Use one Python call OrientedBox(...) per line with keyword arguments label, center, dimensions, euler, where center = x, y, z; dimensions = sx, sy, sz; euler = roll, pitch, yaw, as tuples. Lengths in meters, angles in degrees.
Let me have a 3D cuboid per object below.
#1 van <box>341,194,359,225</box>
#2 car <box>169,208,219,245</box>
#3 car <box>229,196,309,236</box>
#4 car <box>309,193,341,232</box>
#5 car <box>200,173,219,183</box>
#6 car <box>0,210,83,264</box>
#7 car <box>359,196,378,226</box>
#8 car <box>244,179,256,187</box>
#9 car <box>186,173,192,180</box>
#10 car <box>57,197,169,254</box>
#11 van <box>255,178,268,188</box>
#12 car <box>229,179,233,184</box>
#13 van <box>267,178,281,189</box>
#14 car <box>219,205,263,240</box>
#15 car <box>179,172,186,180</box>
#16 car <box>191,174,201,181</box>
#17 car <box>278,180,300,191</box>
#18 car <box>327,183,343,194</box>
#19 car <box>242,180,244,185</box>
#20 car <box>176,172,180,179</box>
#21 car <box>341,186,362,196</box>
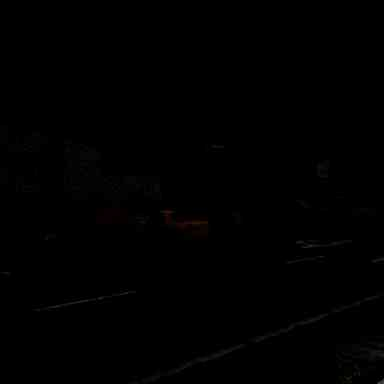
OrientedBox(label="van", center=(8.388, 1.294, 22.308), dimensions=(4.442, 1.987, 1.878), euler=(-1, -1, 35))
OrientedBox(label="car", center=(-1.686, 1.501, 15.532), dimensions=(5.366, 1.575, 1.946), euler=(-1, -1, 34))
OrientedBox(label="car", center=(3.342, 1.260, 18.925), dimensions=(5.566, 2.045, 2.435), euler=(-1, -1, 35))
OrientedBox(label="car", center=(5.853, 1.265, 20.635), dimensions=(5.566, 2.045, 2.435), euler=(-1, -1, 35))
OrientedBox(label="car", center=(4.946, -3.181, 82.262), dimensions=(1.946, 1.575, 5.366), euler=(7, 3, 34))
OrientedBox(label="car", center=(-6.445, 1.523, 11.952), dimensions=(4.792, 1.488, 2.163), euler=(-1, -1, 34))
OrientedBox(label="car", center=(10.795, 1.400, 24.063), dimensions=(4.553, 1.767, 2.185), euler=(-1, -1, 35))
OrientedBox(label="car", center=(13.645, -1.817, 69.983), dimensions=(1.946, 1.575, 5.366), euler=(7, 3, 35))
OrientedBox(label="car", center=(1.293, -3.855, 86.981), dimensions=(2.185, 1.767, 4.553), euler=(6, 3, 34))
OrientedBox(label="car", center=(-4.003, 1.246, 13.701), dimensions=(5.566, 2.045, 2.435), euler=(-1, -1, 34))
OrientedBox(label="van", center=(15.224, -1.769, 67.255), dimensions=(1.878, 1.987, 4.442), euler=(7, 4, 35))
OrientedBox(label="car", center=(10.064, -2.322, 74.760), dimensions=(2.002, 1.452, 4.674), euler=(7, 3, 35))
OrientedBox(label="van", center=(16.957, -1.495, 64.786), dimensions=(1.878, 1.987, 4.442), euler=(7, 4, 35))
OrientedBox(label="car", center=(0.917, 1.546, 17.164), dimensions=(4.674, 1.452, 2.002), euler=(-1, -1, 35))
OrientedBox(label="car", center=(-0.441, -4.090, 89.448), dimensions=(2.185, 1.767, 4.553), euler=(4, 1, 33))
OrientedBox(label="car", center=(3.091, -3.703, 84.518), dimensions=(2.435, 2.045, 5.566), euler=(7, 3, 34))
OrientedBox(label="car", center=(18.721, -0.997, 62.427), dimensions=(2.231, 1.521, 4.892), euler=(7, 3, 35))
OrientedBox(label="car", center=(23.943, -0.431, 55.050), dimensions=(2.435, 2.045, 5.566), euler=(7, 3, 35))
OrientedBox(label="car", center=(11.810, -2.048, 72.301), dimensions=(2.002, 1.452, 4.674), euler=(7, 3, 35))
OrientedBox(label="car", center=(-2.216, -4.367, 91.793), dimensions=(2.435, 2.045, 5.566), euler=(1, -1, 34))
OrientedBox(label="car", center=(25.638, 0.132, 52.580), dimensions=(2.002, 1.452, 4.674), euler=(7, 3, 35))
